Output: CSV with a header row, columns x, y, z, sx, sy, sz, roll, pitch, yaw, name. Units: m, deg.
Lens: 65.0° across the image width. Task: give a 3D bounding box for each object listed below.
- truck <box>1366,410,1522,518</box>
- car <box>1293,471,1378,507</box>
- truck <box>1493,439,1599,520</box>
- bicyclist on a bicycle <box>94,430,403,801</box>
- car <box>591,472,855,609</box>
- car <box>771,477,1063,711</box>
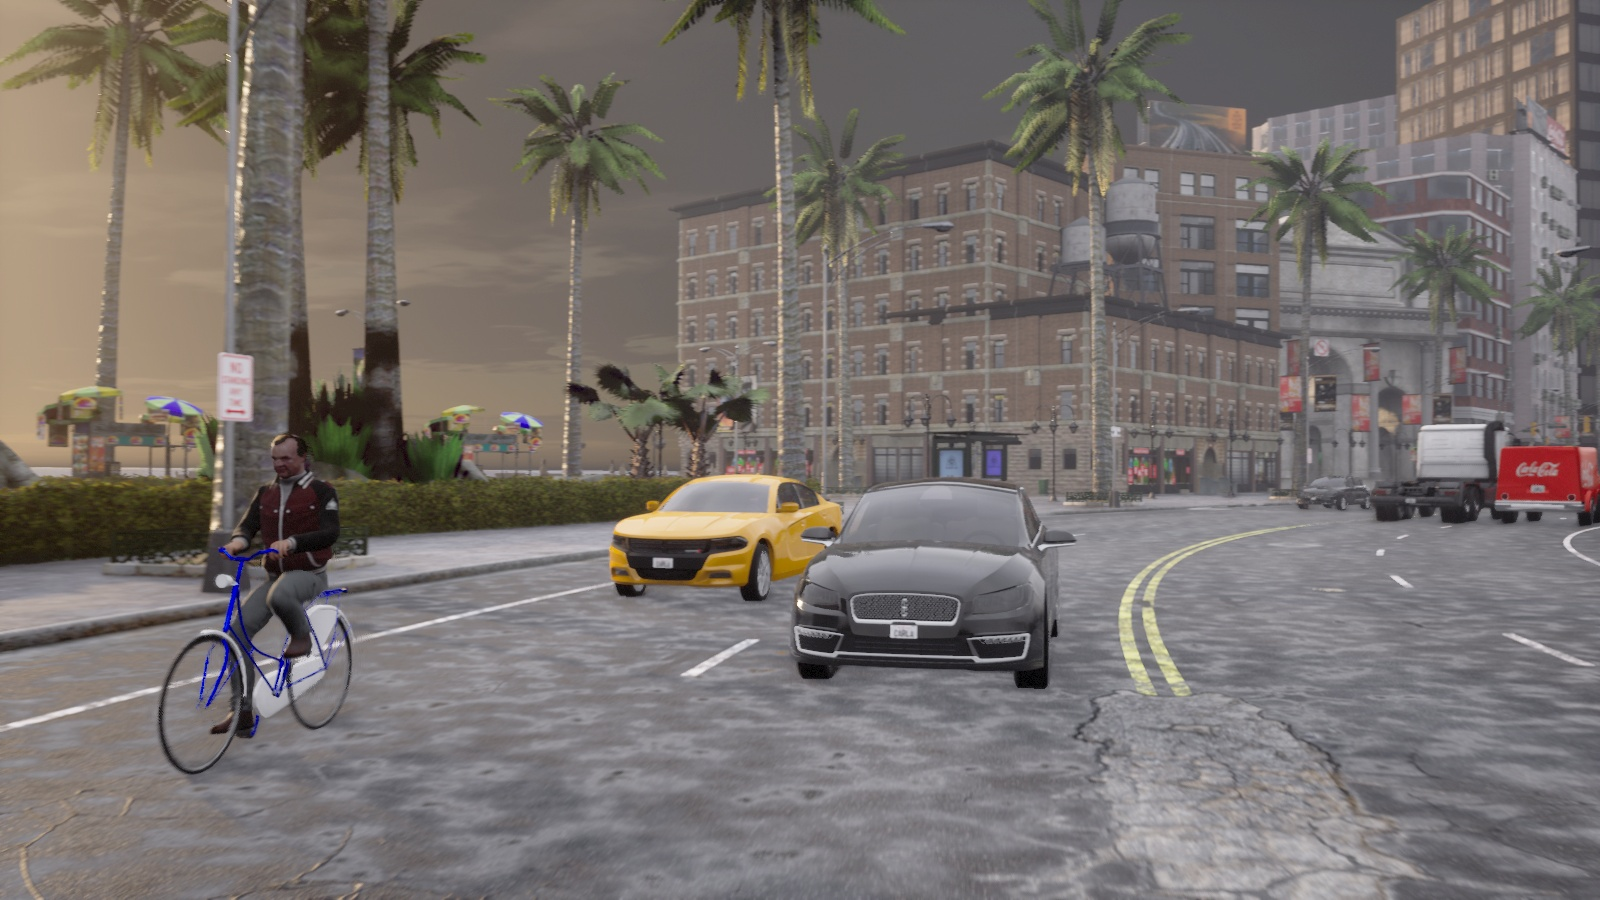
x,y,z,sx,sy,sz,roll,pitch,yaw,name
22.625,0.503,43.892,2.891,3.462,7.936,-1,-1,42,truck
23.492,1.673,55.003,1.837,1.490,4.892,-1,-1,43,car
24.764,0.943,41.015,2.627,2.467,5.204,-1,-1,42,truck
-2.960,0.811,6.984,0.659,1.776,1.843,0,-1,9,bicyclist on a bicycle
-0.818,1.077,16.861,1.882,1.535,5.008,-1,-1,17,car
1.255,0.996,10.752,1.837,1.490,4.892,0,-1,13,car
